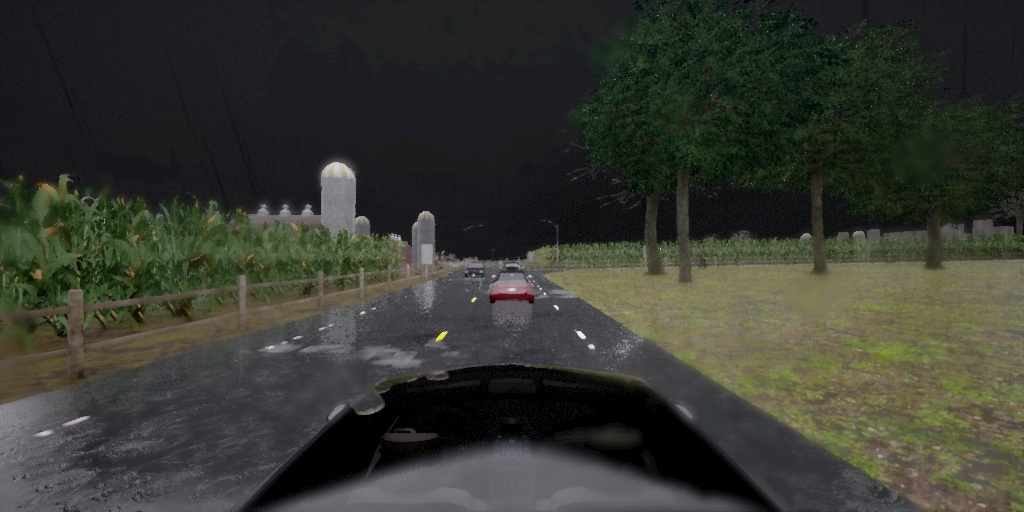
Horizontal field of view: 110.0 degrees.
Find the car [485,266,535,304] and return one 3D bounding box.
[{"bbox_3d":[0.000,1.334,16.502,1.994,1.385,4.181,0,0,0],"label":"car"}]

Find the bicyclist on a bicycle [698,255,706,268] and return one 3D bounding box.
[{"bbox_3d":[24.269,0.694,45.830,0.582,1.620,1.656,-1,0,0],"label":"bicyclist on a bicycle"}]

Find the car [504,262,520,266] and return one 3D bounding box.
[{"bbox_3d":[0.000,1.303,31.505,1.837,1.490,4.892,0,0,0],"label":"car"}]

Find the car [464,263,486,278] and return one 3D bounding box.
[{"bbox_3d":[-3.500,1.396,35.505,2.033,1.411,5.357,0,0,0],"label":"car"}]
